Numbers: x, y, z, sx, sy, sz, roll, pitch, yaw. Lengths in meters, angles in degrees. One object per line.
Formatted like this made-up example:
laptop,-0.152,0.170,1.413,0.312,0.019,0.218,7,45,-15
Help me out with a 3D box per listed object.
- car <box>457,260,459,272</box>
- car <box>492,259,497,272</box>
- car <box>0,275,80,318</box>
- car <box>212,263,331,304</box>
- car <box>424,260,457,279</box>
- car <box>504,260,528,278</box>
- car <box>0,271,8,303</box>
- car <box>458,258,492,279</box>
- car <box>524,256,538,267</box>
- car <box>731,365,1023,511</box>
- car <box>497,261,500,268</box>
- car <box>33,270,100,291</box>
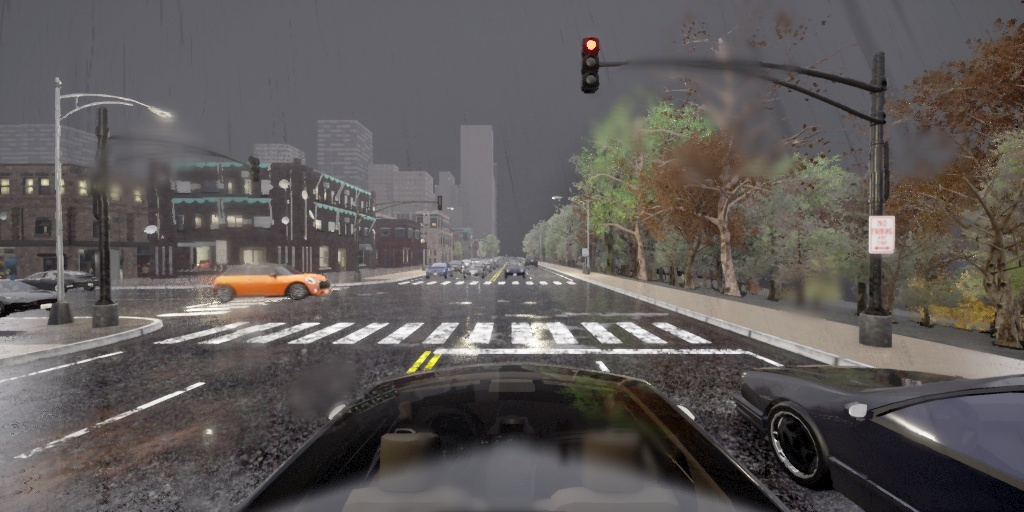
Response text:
car,-6.543,1.241,42.241,1.837,1.490,4.892,0,0,0
car,-3.292,1.228,42.373,2.128,1.511,4.902,0,0,0
car,-19.932,1.564,13.681,4.313,1.339,1.948,0,0,0
car,-11.094,1.174,16.840,4.553,1.767,2.097,-2,0,-6
car,-6.557,1.266,32.981,1.812,1.442,4.674,0,0,0
car,0.219,1.341,34.131,1.895,1.301,4.718,0,0,-1
car,-26.919,1.529,16.406,5.008,1.535,1.882,-1,1,0
car,-3.305,1.232,32.968,2.128,1.511,4.902,0,0,0
car,3.428,0.948,64.252,2.150,2.045,5.566,0,0,0
car,3.350,1.297,1.504,2.033,1.411,5.357,0,0,0
car,-3.278,1.224,51.776,2.128,1.511,4.902,0,0,0
car,-28.255,1.559,22.204,4.403,1.370,2.007,0,0,0
